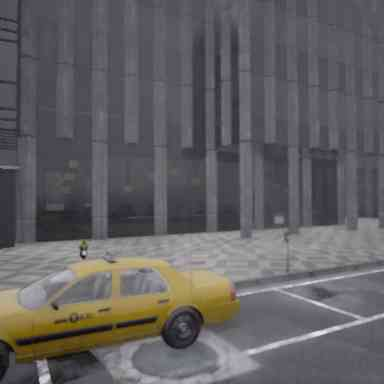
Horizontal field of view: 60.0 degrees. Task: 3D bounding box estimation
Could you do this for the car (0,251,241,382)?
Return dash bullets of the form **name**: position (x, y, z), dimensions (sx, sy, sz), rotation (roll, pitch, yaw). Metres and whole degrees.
- **car**: position (-1.547, 1.658, 5.187), dimensions (4.829, 1.417, 1.752), rotation (1, -2, -27)
